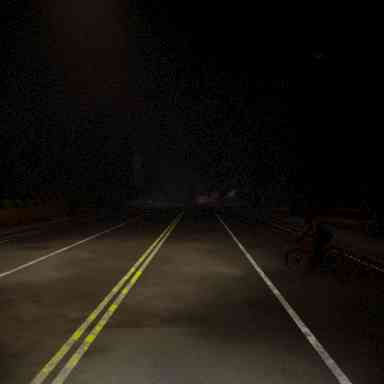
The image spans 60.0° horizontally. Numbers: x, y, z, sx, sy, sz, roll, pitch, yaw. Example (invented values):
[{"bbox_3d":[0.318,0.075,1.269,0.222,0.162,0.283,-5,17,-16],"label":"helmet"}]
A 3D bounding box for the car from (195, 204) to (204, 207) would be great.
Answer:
[{"bbox_3d":[1.433,3.221,63.871,2.128,1.511,4.902,0,-10,1],"label":"car"}]

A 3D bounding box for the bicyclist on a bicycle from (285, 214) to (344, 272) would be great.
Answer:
[{"bbox_3d":[3.414,1.448,9.300,1.656,1.620,0.582,-2,0,1],"label":"bicyclist on a bicycle"}]
